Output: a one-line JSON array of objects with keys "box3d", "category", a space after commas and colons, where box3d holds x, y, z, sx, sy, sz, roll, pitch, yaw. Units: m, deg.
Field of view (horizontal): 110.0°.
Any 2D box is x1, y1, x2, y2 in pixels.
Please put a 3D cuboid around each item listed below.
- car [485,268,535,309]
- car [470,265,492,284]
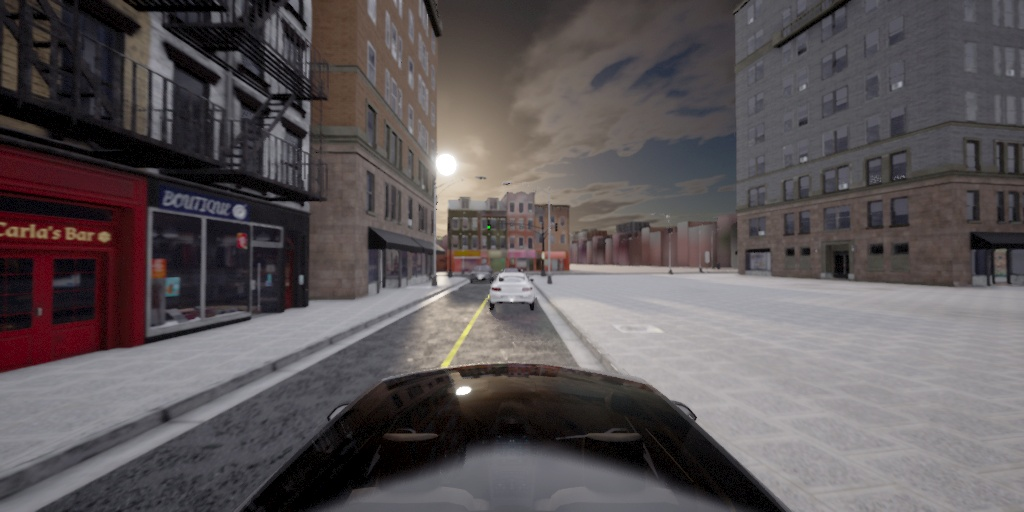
[{"box3d": [0.009, 1.422, 15.757, 1.812, 1.442, 4.674, 0, 0, 0], "category": "car"}, {"box3d": [-2.552, 1.561, 31.412, 2.128, 1.511, 4.902, 0, -1, 0], "category": "car"}]
